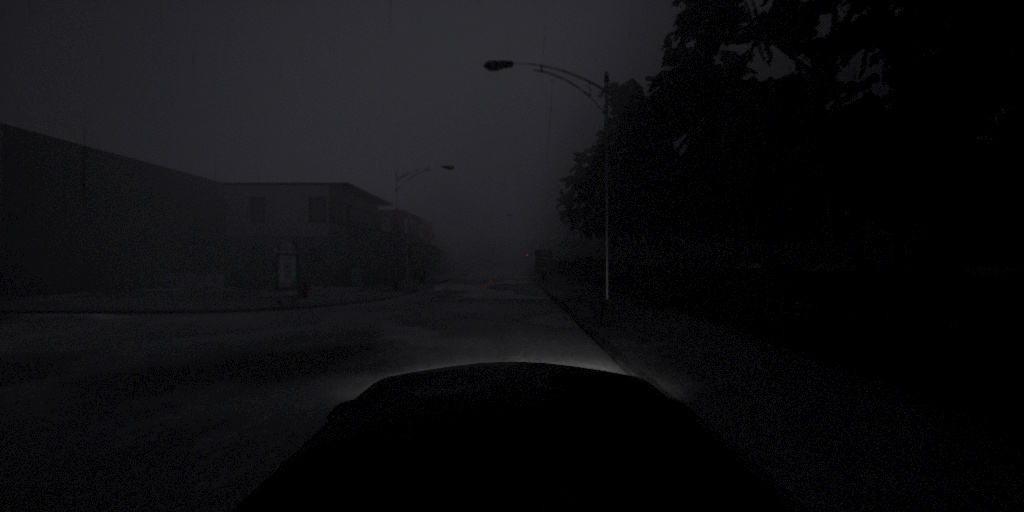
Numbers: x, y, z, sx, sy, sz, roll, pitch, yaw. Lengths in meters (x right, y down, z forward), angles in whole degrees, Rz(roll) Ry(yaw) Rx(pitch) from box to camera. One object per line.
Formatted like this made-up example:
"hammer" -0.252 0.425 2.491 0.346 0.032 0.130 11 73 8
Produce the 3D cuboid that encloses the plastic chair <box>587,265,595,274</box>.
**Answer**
"plastic chair" 10.694 1.855 48.187 0.750 1.272 0.730 0 0 -40

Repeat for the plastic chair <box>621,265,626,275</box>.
"plastic chair" 14.308 1.820 45.544 0.730 1.272 0.750 0 0 -35

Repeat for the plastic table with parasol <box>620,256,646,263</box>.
"plastic table with parasol" 15.282 1.219 46.446 2.482 2.480 2.482 0 0 -40

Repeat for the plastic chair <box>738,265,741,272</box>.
"plastic chair" 34.263 1.960 54.519 0.750 1.272 0.730 0 0 -40

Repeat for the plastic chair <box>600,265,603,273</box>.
"plastic chair" 13.706 1.915 53.771 0.730 1.272 0.750 0 0 -35

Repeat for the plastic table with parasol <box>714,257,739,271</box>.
"plastic table with parasol" 33.531 1.367 55.517 2.482 2.480 2.482 0 0 -40

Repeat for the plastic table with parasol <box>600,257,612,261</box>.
"plastic table with parasol" 14.658 1.294 54.659 2.482 2.480 2.482 0 0 -42

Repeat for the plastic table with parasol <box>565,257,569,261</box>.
"plastic table with parasol" 10.670 1.360 57.624 2.482 2.480 2.482 0 0 -40

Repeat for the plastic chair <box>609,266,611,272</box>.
"plastic chair" 15.414 1.904 53.677 0.750 1.272 0.730 0 0 -40

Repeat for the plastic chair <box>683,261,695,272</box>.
"plastic chair" 27.817 1.898 56.269 0.730 1.272 0.750 0 0 -38

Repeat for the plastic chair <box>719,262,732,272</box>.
"plastic chair" 32.557 1.961 54.615 0.730 1.272 0.750 0 0 -35

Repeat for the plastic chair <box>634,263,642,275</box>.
"plastic chair" 16.015 1.809 45.448 0.750 1.272 0.730 0 0 -40

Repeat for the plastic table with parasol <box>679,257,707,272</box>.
"plastic table with parasol" 28.711 1.323 56.971 2.482 2.480 2.482 0 0 -38

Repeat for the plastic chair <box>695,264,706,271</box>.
"plastic chair" 29.533 1.906 56.126 0.750 1.272 0.730 0 0 -44

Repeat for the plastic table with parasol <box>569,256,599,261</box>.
"plastic table with parasol" 9.962 1.241 49.183 2.482 2.480 2.482 0 0 -40

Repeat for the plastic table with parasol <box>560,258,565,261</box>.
"plastic table with parasol" 9.670 1.452 62.853 2.482 2.480 2.482 0 0 -40
